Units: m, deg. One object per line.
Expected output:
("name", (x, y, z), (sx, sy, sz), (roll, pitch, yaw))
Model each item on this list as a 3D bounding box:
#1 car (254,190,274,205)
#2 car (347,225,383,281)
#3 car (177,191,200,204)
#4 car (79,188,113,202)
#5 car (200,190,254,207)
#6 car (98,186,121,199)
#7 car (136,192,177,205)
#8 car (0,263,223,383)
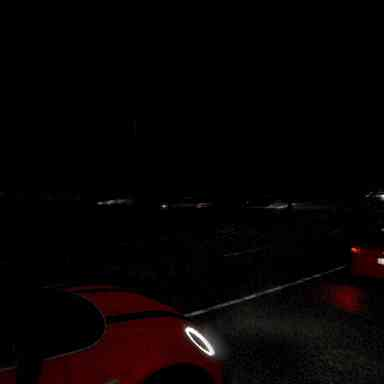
("car", (7.138, 0.527, 38.729), (4.553, 1.767, 2.097), (-1, 2, 32))
("car", (5.802, 1.476, 8.665), (4.181, 1.385, 1.994), (-1, 1, -41))
("car", (-0.535, 0.678, 43.687), (4.892, 1.490, 1.837), (0, 3, 33))
("car", (-14.299, 0.563, 48.451), (4.892, 1.490, 1.837), (3, 4, 33))
("car", (3.847, 0.843, 36.677), (4.902, 1.511, 2.128), (0, 3, 33))
("car", (-13.655, 0.071, 52.184), (5.566, 2.045, 2.150), (2, 4, 33))
("car", (-4.863, 0.786, 42.326), (5.008, 1.535, 1.882), (1, 3, 33))
("car", (-1.912, 1.351, 2.571), (4.553, 1.767, 2.097), (0, 0, -35))
